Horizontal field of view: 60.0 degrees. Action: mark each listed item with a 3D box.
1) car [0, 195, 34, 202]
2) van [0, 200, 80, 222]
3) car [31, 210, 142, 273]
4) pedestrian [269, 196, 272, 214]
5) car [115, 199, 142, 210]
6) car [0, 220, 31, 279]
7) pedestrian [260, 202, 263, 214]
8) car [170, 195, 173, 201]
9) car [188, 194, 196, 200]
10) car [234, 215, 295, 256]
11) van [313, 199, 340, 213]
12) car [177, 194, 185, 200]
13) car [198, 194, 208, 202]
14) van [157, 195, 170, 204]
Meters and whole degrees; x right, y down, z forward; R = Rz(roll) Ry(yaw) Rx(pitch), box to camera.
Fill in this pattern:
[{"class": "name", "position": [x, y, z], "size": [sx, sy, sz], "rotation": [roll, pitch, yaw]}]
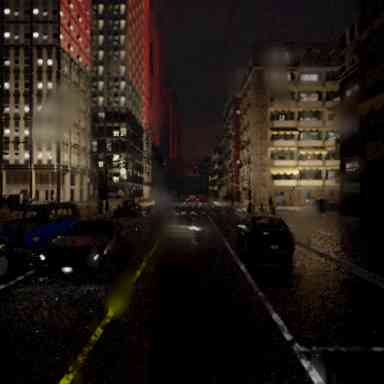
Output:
[{"class": "car", "position": [-21.113, 1.078, 40.713], "size": [4.097, 1.590, 1.967], "rotation": [1, -1, 0]}, {"class": "van", "position": [-5.685, 1.342, 12.978], "size": [1.690, 1.788, 3.998], "rotation": [0, 0, 0]}, {"class": "car", "position": [-3.095, 1.548, 10.914], "size": [2.033, 1.411, 5.357], "rotation": [0, 0, 0]}, {"class": "pedestrian", "position": [8.151, 1.338, 34.652], "size": [0.375, 1.860, 0.375], "rotation": [0, 0, 0]}, {"class": "car", "position": [-5.678, 1.445, 29.923], "size": [1.967, 1.590, 4.097], "rotation": [0, 0, 0]}, {"class": "car", "position": [-5.688, 1.551, 7.329], "size": [2.008, 1.369, 4.403], "rotation": [0, 0, 0]}, {"class": "pedestrian", "position": [7.151, 1.593, 34.052], "size": [0.375, 1.300, 0.375], "rotation": [0, 0, 0]}, {"class": "car", "position": [-5.652, 1.565, 84.431], "size": [1.752, 1.417, 4.829], "rotation": [0, 0, 0]}, {"class": "car", "position": [0.042, 1.335, 88.913], "size": [2.097, 1.767, 4.553], "rotation": [0, 0, 0]}, {"class": "car", "position": [2.696, 1.551, 12.973], "size": [2.008, 1.369, 4.403], "rotation": [0, 0, 0]}, {"class": "van", "position": [16.948, 1.711, 40.646], "size": [3.998, 1.788, 1.690], "rotation": [1, -1, 0]}, {"class": "car", "position": [-2.958, 1.398, 91.321], "size": [2.097, 1.767, 4.553], "rotation": [0, 0, 0]}, {"class": "car", "position": [2.725, 1.349, 79.048], "size": [2.192, 1.841, 5.009], "rotation": [0, 0, 0]}, {"class": "van", "position": [-5.663, 1.362, 62.398], "size": [1.690, 1.788, 3.998], "rotation": [0, 0, 0]}]
